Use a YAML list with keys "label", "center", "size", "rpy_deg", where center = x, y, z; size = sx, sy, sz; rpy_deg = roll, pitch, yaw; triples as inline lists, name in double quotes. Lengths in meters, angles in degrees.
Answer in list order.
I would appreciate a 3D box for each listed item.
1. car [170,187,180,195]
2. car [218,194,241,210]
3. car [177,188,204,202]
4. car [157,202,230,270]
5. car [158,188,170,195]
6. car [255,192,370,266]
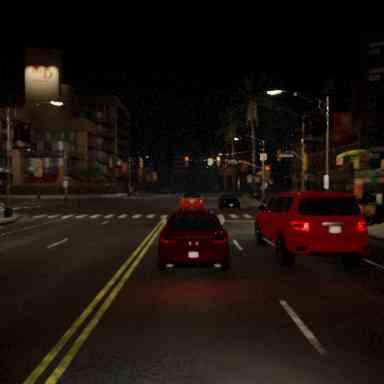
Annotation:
- label: "car"
  center: [-3.800, -0.292, 82.636]
  size: [2.150, 2.045, 5.566]
  rpy_deg: [0, 1, 0]
- label: "car"
  center: [3.491, 0.933, 31.875]
  size: [1.812, 1.442, 4.674]
  rpy_deg: [0, 1, 0]
- label: "car"
  center: [-0.008, 0.789, 30.464]
  size: [2.097, 1.767, 4.553]
  rpy_deg: [0, 1, 0]
- label: "car"
  center: [0.048, 1.285, 10.339]
  size: [1.882, 1.535, 5.008]
  rpy_deg: [0, 1, 0]
- label: "car"
  center: [-7.298, 0.047, 82.193]
  size: [1.994, 1.385, 4.181]
  rpy_deg: [0, 1, 0]
- label: "car"
  center: [3.546, 1.009, 10.907]
  size: [2.150, 2.045, 5.566]
  rpy_deg: [0, 0, 0]
